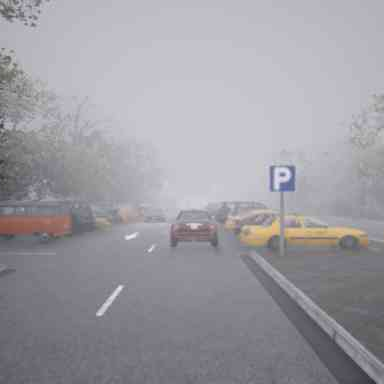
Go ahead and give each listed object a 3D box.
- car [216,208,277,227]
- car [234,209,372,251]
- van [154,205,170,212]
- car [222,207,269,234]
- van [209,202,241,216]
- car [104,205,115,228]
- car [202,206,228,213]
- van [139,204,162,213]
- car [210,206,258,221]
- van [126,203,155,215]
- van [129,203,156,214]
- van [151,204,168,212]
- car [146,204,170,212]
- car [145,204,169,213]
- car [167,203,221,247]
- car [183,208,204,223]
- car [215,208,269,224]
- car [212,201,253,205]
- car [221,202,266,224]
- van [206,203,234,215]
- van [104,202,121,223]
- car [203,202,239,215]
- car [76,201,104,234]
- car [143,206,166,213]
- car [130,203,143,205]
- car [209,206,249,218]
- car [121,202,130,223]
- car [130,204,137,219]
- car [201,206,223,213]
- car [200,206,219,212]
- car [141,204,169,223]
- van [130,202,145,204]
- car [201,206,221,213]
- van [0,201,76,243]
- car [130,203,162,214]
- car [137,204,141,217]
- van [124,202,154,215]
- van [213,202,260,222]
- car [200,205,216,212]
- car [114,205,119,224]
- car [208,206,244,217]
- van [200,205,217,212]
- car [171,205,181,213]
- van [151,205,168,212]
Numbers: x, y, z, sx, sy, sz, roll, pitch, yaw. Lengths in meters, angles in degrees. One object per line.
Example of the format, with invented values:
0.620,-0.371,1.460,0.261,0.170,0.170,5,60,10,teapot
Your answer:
4.518,2.096,28.085,4.792,1.488,2.163,0,-2,0,car
4.729,1.675,14.226,5.366,1.575,1.946,0,-1,0,car
-8.405,4.640,94.725,4.442,1.987,1.878,0,-3,0,van
4.539,1.814,19.765,5.008,1.535,2.097,0,-2,0,car
4.670,2.456,47.517,4.442,1.987,1.878,0,-2,0,van
-8.348,1.899,22.758,5.366,1.575,1.946,0,-2,0,car
4.745,3.662,69.677,5.366,1.575,1.946,0,-3,0,car
-8.637,3.441,69.680,4.442,1.987,1.878,0,-3,0,van
4.545,2.330,36.410,5.008,1.535,2.097,0,-2,0,car
-8.641,2.787,55.970,4.442,1.987,1.878,0,-3,0,van
-8.640,2.913,58.612,4.442,1.987,1.878,0,-3,0,van
-8.399,4.240,86.408,4.442,1.987,1.878,0,-3,0,van
-8.488,4.082,83.643,5.566,2.045,2.435,0,-3,0,car
-8.489,3.950,80.876,5.566,2.045,2.435,0,-3,0,car
0.100,1.606,16.592,2.097,1.767,4.553,0,-1,0,car
0.106,2.319,33.378,1.994,1.385,4.181,0,-2,0,car
4.546,2.195,30.859,4.674,1.452,2.002,0,-2,0,car
4.575,1.728,25.319,5.566,2.045,2.435,0,-2,0,car
4.515,1.769,22.545,4.553,1.767,2.185,0,-2,0,car
4.672,2.778,55.823,4.442,1.987,1.878,0,-3,0,van
-8.649,1.850,28.301,4.442,1.987,1.878,0,-2,0,van
4.526,2.620,53.051,5.566,2.045,2.435,0,-3,0,car
-8.562,1.569,19.998,5.566,2.045,2.435,0,-1,0,car
-8.513,3.937,75.329,5.008,1.535,2.097,0,-3,0,car
-8.523,2.427,39.369,4.892,1.521,2.231,0,-2,0,car
4.582,2.535,41.958,4.792,1.488,2.163,0,-2,0,car
-8.500,2.037,31.066,4.553,1.767,2.185,0,-2,0,car
-8.525,2.246,33.706,5.008,1.535,2.097,0,-2,0,car
4.555,3.931,75.223,4.892,1.521,2.231,0,-3,0,car
4.593,4.489,86.314,4.792,1.488,2.163,0,-3,0,car
-3.587,2.251,33.087,1.837,1.490,4.892,0,-2,0,car
-8.645,2.288,42.145,4.442,1.987,1.878,0,-2,0,van
4.592,4.224,80.768,4.792,1.488,2.163,0,-3,0,car
-8.653,1.520,17.106,4.442,1.987,1.878,0,-1,0,van
-8.495,3.020,61.381,5.566,2.045,2.435,0,-3,0,car
-8.525,2.338,36.601,5.008,1.535,2.097,0,-2,0,car
-8.409,2.649,53.070,4.442,1.987,1.878,0,-2,0,van
4.433,2.017,33.642,4.442,1.987,1.878,0,-2,0,van
4.535,4.734,94.638,4.553,1.767,2.185,0,-3,0,car
-8.526,1.989,25.524,4.892,1.521,2.231,0,-2,0,car
4.550,2.634,44.733,4.674,1.452,2.002,0,-2,0,car
4.448,4.367,89.099,4.442,1.987,1.878,0,-3,0,van
-3.479,3.712,73.656,2.097,1.767,4.553,0,-3,0,car
-8.631,4.372,89.175,4.442,1.987,1.878,0,-3,0,van
